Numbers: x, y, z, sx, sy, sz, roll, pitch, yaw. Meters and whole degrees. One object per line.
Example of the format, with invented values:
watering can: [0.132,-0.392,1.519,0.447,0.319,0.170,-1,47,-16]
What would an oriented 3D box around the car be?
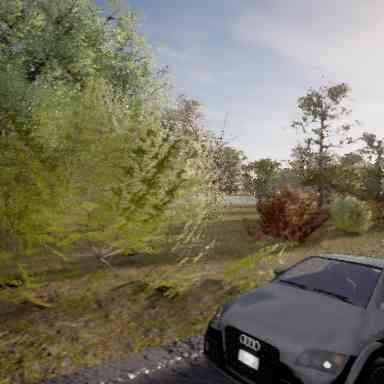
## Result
car: [2.208,1.626,4.724,4.181,1.385,1.994,1,-1,-36]
